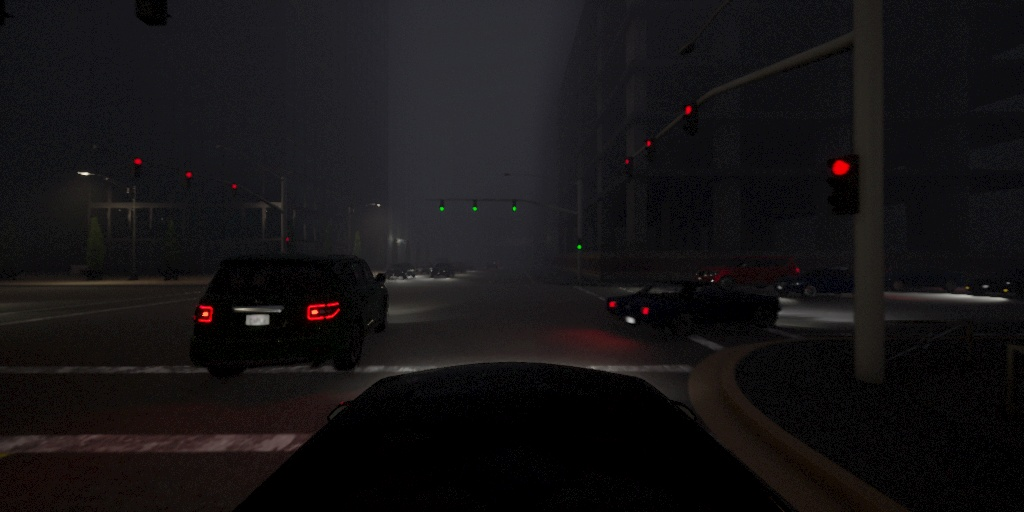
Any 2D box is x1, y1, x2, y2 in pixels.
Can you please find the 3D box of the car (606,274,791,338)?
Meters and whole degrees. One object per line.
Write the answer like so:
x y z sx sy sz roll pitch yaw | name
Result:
5.125 1.342 10.007 4.718 1.301 1.895 0 0 -21 | car

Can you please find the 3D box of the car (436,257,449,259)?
-10.559 1.209 54.320 2.150 2.045 5.566 0 0 1 | car

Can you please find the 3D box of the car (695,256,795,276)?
13.928 1.006 21.373 5.566 2.045 2.150 0 0 0 | car

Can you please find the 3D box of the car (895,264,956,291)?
23.658 1.261 21.404 5.008 1.535 1.882 0 0 0 | car

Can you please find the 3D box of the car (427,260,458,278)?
-7.108 1.415 37.142 1.837 1.490 4.892 0 0 0 | car

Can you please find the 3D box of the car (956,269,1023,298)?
25.611 1.332 17.913 4.181 1.385 1.994 0 0 0 | car

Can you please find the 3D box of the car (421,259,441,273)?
-10.602 1.432 43.863 2.128 1.511 4.902 0 0 0 | car

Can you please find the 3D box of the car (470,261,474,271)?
-7.041 1.525 56.794 1.812 1.442 4.674 0 0 1 | car

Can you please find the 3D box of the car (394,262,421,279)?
-10.609 1.403 34.519 1.837 1.490 4.892 0 0 0 | car

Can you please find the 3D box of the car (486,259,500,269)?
-3.418 1.623 61.937 1.895 1.301 4.718 0 0 0 | car

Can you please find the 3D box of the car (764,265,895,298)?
15.647 1.293 17.856 4.674 1.442 1.812 0 0 0 | car

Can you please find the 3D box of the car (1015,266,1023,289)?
33.653 1.310 21.432 4.674 1.442 1.812 0 0 0 | car

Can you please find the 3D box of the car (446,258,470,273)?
-7.097 1.431 46.600 1.882 1.535 5.008 0 0 0 | car

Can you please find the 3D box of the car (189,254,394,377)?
-4.103 0.978 7.694 2.150 2.045 5.566 1 0 -11 | car
